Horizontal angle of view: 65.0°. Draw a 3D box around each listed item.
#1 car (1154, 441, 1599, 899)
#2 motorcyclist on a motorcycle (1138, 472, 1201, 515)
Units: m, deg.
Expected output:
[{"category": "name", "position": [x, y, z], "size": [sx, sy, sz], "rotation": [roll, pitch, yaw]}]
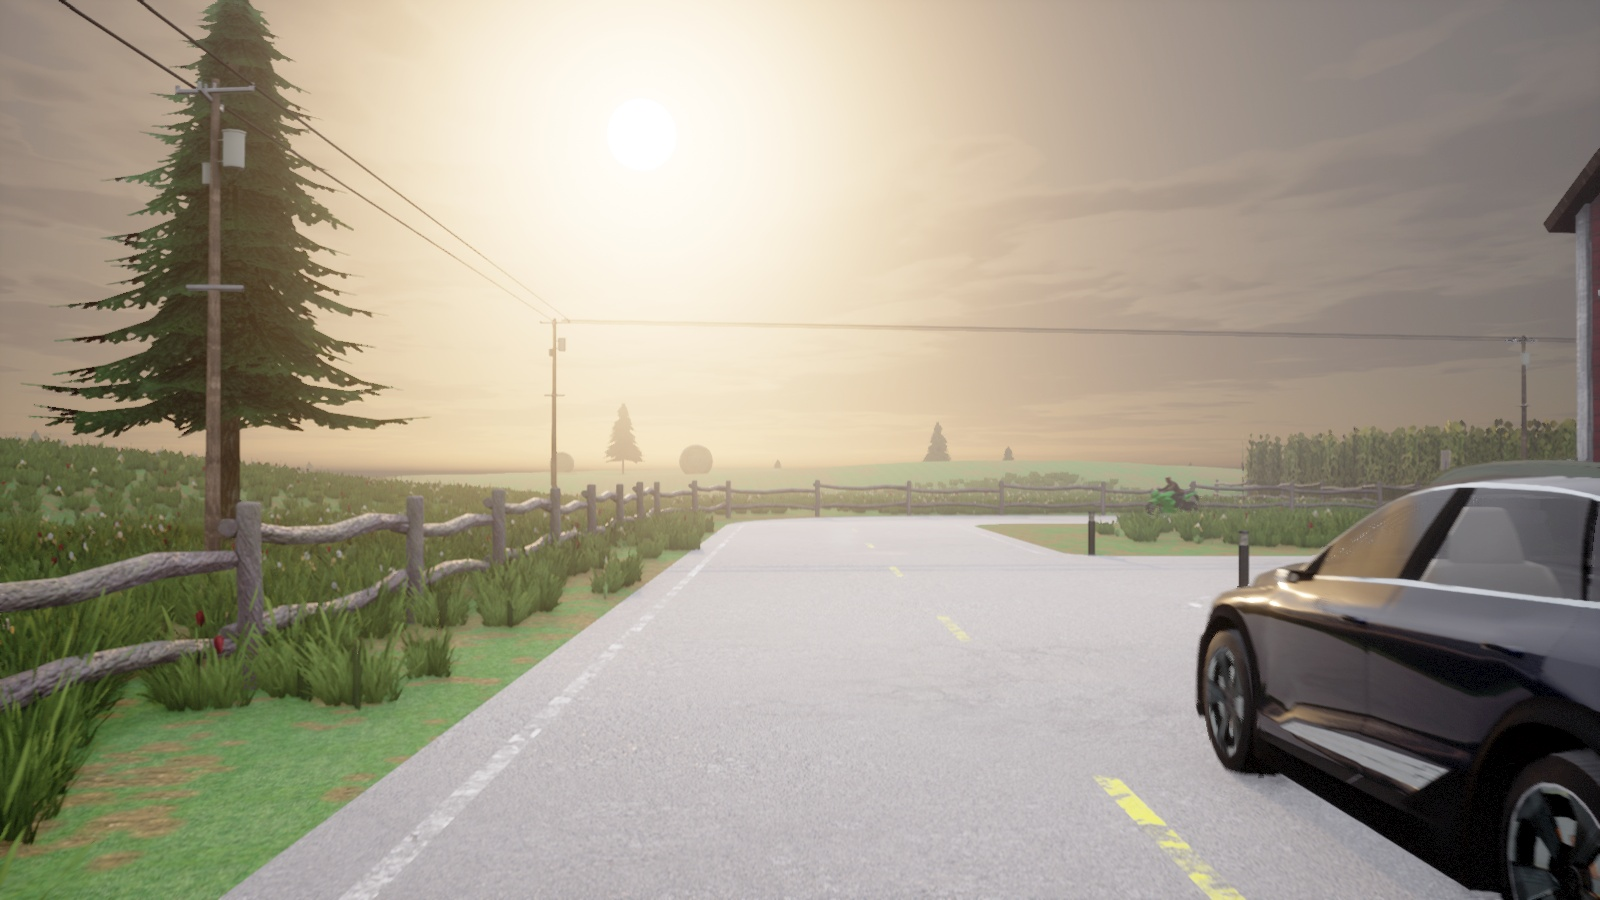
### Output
[{"category": "car", "position": [3.186, 0.829, 5.231], "size": [2.033, 1.649, 4.856], "rotation": [0, -1, 0]}, {"category": "motorcyclist on a motorcycle", "position": [13.434, 1.573, 45.733], "size": [2.044, 1.523, 0.797], "rotation": [0, -1, -6]}]
